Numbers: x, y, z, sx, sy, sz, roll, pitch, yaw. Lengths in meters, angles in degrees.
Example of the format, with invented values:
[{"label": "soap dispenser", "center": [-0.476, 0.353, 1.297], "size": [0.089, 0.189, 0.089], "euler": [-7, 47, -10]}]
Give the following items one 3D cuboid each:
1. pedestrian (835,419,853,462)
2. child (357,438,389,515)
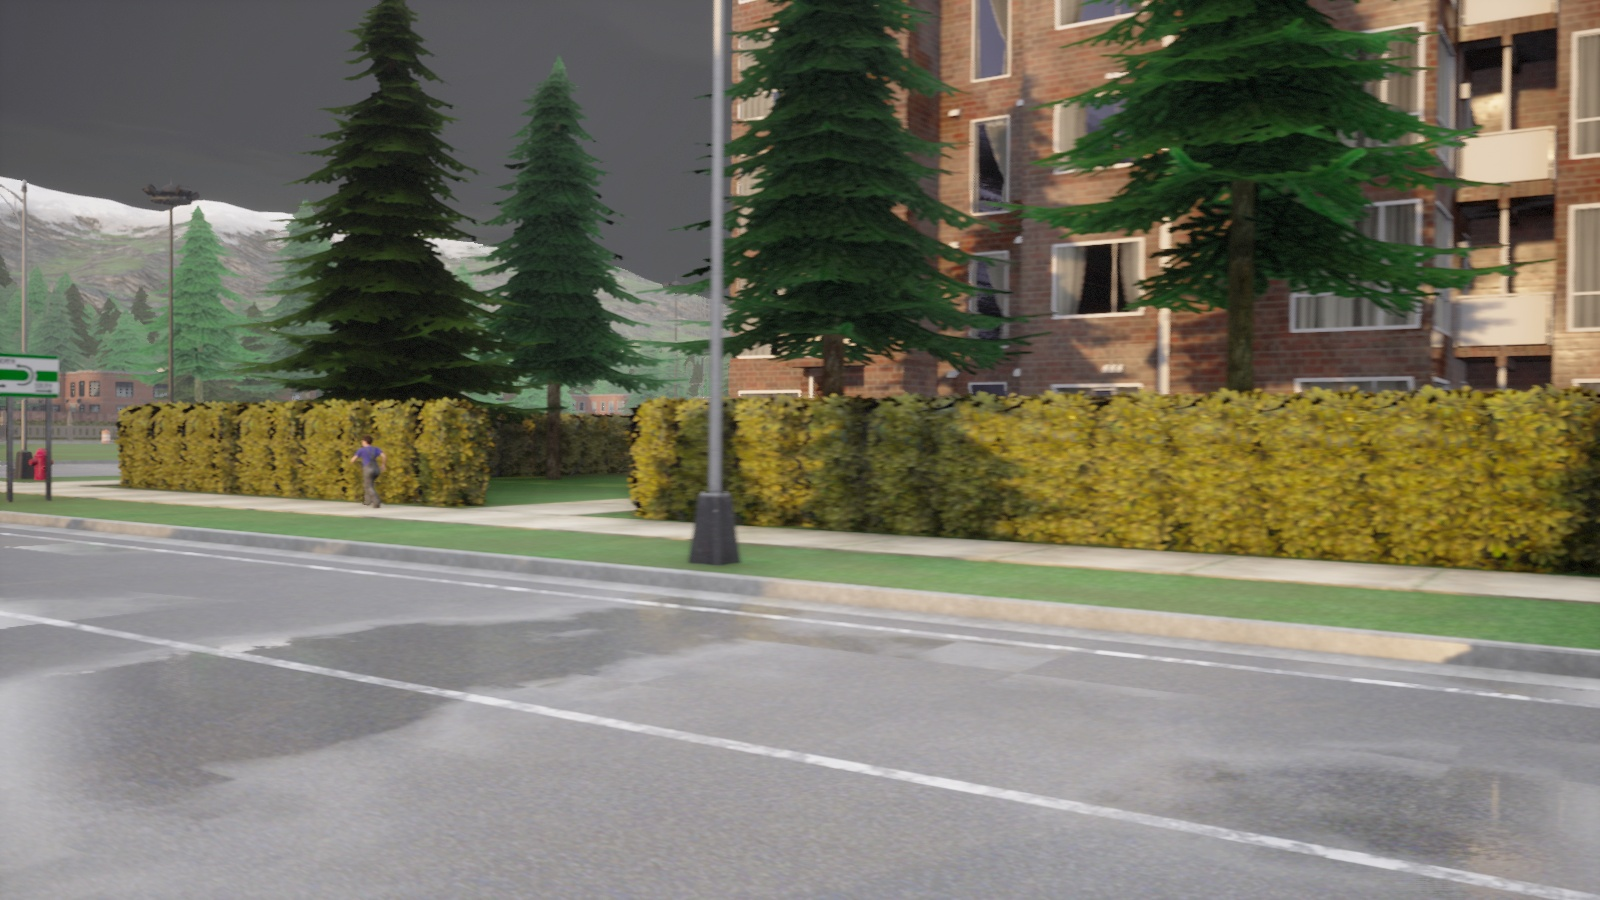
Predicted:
[{"label": "pedestrian", "center": [1.990, -0.431, 56.433], "size": [0.423, 1.949, 0.788], "euler": [0, 1, 34]}, {"label": "child", "center": [-7.054, 0.429, 20.729], "size": [0.437, 1.263, 0.270], "euler": [0, 1, 32]}]
